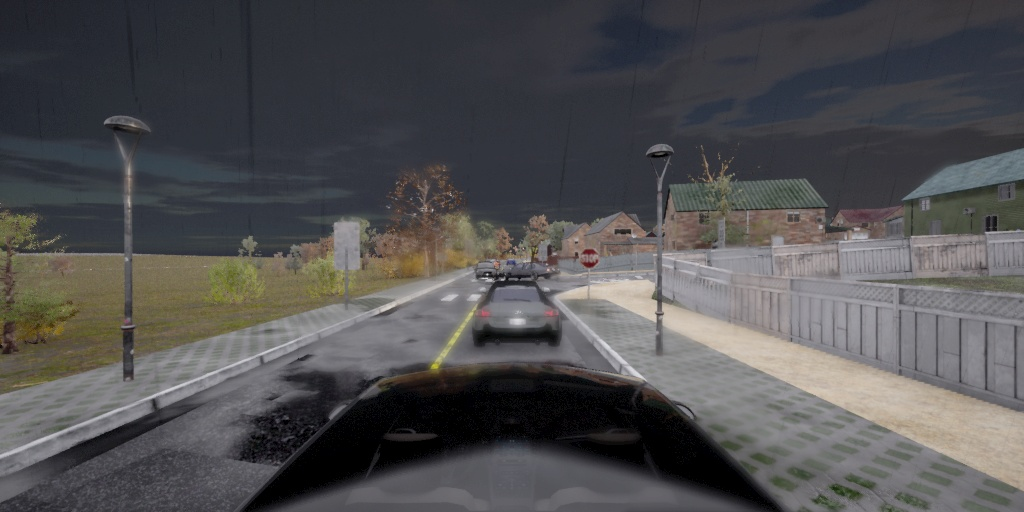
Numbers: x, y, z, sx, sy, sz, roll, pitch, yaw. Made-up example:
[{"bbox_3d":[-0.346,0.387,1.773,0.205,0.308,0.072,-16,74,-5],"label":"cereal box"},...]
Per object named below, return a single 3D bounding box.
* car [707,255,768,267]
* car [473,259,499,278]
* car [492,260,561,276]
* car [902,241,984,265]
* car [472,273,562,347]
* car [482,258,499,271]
[{"bbox_3d":[14.336,0.413,22.770,4.181,1.385,1.994,-3,0,16],"label":"car"},{"bbox_3d":[-2.324,1.257,31.264,1.837,1.490,4.892,0,0,-8],"label":"car"},{"bbox_3d":[1.271,1.197,28.361,5.357,1.411,2.033,-4,-3,43],"label":"car"},{"bbox_3d":[23.842,-0.208,20.372,4.902,1.511,2.128,-3,0,14],"label":"car"},{"bbox_3d":[0.084,1.313,9.344,1.994,1.385,4.181,0,0,-1],"label":"car"},{"bbox_3d":[-2.969,1.120,51.080,2.097,1.767,4.553,0,0,0],"label":"car"}]
